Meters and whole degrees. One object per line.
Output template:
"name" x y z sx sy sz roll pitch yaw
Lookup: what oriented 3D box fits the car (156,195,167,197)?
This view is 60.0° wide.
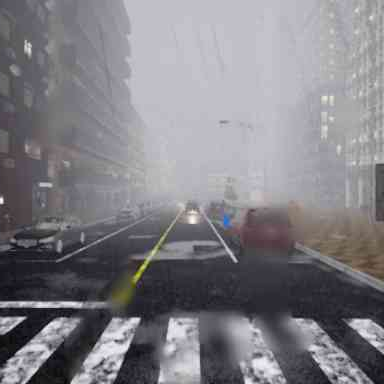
"car" -7.467 1.893 87.251 2.045 2.150 5.566 17 4 29

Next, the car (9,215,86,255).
"car" -5.702 1.651 13.637 2.008 1.369 4.403 0 -1 0

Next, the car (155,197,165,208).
"car" -5.741 1.964 52.322 1.967 1.590 4.097 0 -1 0

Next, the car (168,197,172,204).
"car" -5.756 2.260 68.899 1.887 1.381 4.507 0 -1 0

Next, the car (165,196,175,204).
"car" -5.773 2.460 85.479 1.887 1.381 4.507 0 -1 0

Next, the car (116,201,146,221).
"car" -5.719 1.827 30.216 2.008 1.369 4.403 0 -1 0

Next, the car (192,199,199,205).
"car" 0.826 2.405 81.903 1.837 1.490 4.892 0 -1 0

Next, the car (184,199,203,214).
"car" 0.066 1.946 42.729 1.837 1.490 4.892 0 -1 0

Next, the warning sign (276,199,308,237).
"warning sign" 5.062 1.296 16.908 1.300 1.860 1.060 0 0 0

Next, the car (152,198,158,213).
"car" -5.730 1.840 41.270 1.967 1.590 4.097 0 -1 0

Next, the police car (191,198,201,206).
"police car" 0.836 2.206 72.015 1.930 1.638 5.238 0 -1 0

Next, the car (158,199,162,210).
"car" -5.735 2.043 46.795 1.802 1.307 4.206 0 -1 0

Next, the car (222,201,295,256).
"car" 2.678 1.451 13.648 2.192 1.841 5.009 0 -1 0

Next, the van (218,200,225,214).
"van" 2.672 1.535 19.173 1.690 1.788 3.998 0 -1 0

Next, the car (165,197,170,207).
"car" -5.751 2.174 63.204 1.752 1.417 4.829 0 -1 0

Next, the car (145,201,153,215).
"car" -5.724 1.883 35.741 1.887 1.381 4.507 0 -1 0

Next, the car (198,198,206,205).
"car" 2.607 2.392 85.487 1.967 1.590 4.097 0 -1 0

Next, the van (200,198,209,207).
"van" 2.624 2.092 68.909 1.690 1.788 3.998 0 -1 0

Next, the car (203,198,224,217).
"car" 2.656 1.689 35.752 2.192 1.841 5.009 0 -1 0

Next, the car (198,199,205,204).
"car" 2.602 2.547 91.183 1.752 1.417 4.829 0 -1 0
